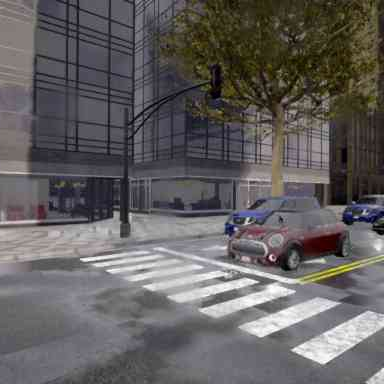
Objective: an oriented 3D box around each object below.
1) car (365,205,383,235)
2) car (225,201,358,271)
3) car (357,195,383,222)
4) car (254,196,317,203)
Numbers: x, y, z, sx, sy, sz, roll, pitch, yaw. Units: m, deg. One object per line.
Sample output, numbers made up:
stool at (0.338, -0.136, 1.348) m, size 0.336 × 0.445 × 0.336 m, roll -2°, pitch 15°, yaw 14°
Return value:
car at (11.622, 1.554, 17.733) m, size 5.357 × 1.411 × 2.033 m, roll 0°, pitch 0°, yaw -39°
car at (3.308, 1.354, 11.049) m, size 4.553 × 1.767 × 2.097 m, roll 0°, pitch 0°, yaw -39°
car at (12.471, 1.225, 22.583) m, size 5.566 × 2.045 × 2.150 m, roll 0°, pitch 0°, yaw -39°
car at (4.061, 1.225, 15.825) m, size 5.566 × 2.045 × 2.150 m, roll 0°, pitch 0°, yaw -39°
